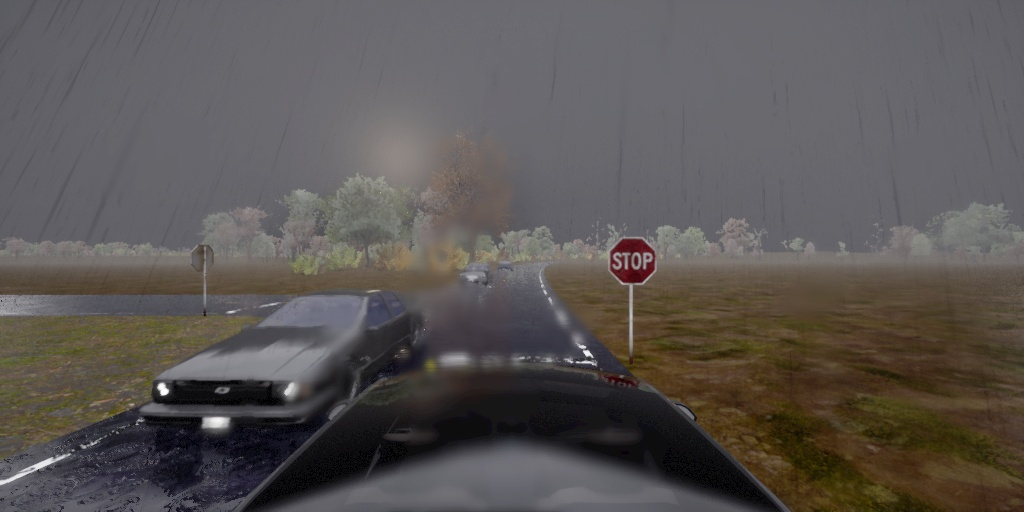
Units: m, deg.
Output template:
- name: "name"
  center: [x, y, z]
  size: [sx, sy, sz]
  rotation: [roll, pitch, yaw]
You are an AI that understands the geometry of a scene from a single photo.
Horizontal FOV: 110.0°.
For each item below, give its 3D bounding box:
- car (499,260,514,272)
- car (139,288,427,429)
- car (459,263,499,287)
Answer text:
- name: "car"
  center: [-0.784, 1.291, 46.937]
  size: [2.033, 1.411, 5.357]
  rotation: [0, 0, 5]
- name: "car"
  center: [-2.942, 1.300, 6.285]
  size: [2.033, 1.411, 5.357]
  rotation: [0, 0, 1]
- name: "car"
  center: [-2.369, 1.249, 24.793]
  size: [2.128, 1.511, 4.902]
  rotation: [0, 0, 3]
